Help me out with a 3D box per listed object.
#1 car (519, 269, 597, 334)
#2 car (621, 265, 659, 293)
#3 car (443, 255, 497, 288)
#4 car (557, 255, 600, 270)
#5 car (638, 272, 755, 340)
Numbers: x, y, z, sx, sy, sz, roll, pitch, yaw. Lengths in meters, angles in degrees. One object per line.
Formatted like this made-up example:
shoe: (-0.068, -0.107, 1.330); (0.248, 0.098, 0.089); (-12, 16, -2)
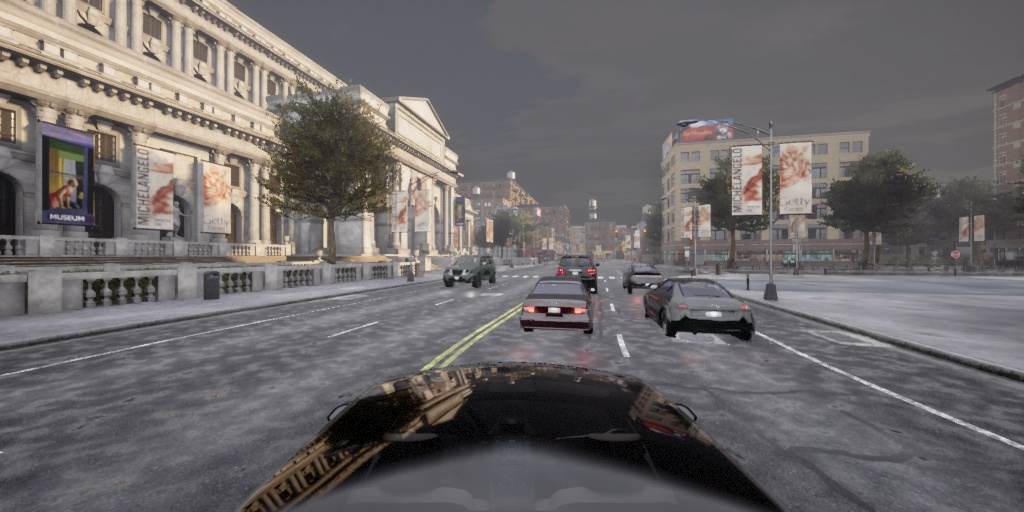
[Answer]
car: (1.473, 1.297, 10.734); (2.033, 1.411, 5.357); (0, 0, 11)
car: (7.383, 1.241, 20.462); (2.128, 1.511, 4.902); (0, 0, 13)
car: (-2.666, 0.959, 24.153); (2.150, 2.045, 5.566); (0, 0, 14)
car: (3.821, 0.971, 20.710); (2.150, 2.045, 5.566); (0, 0, 14)
car: (5.016, 1.313, 10.182); (1.994, 1.385, 4.181); (0, 0, 11)
